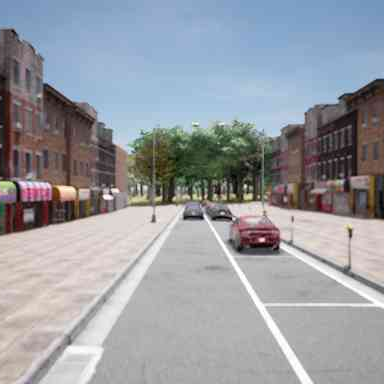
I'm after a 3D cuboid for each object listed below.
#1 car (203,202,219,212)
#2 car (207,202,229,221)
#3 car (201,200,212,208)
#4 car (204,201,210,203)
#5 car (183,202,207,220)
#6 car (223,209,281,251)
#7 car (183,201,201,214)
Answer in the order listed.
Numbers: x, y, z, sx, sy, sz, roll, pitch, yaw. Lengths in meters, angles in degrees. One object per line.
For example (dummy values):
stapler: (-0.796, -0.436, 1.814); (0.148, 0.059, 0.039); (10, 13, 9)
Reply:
car: (2.710, 2.089, 47.263); (2.008, 1.369, 4.403); (-1, -1, 0)
car: (2.681, 1.907, 31.045); (1.947, 1.339, 4.313); (-1, -1, 0)
car: (2.738, 2.290, 63.481); (1.887, 1.381, 4.507); (-1, -1, 0)
car: (2.691, 1.956, 36.451); (2.008, 1.369, 4.403); (-1, -1, 0)
car: (0.147, 1.917, 31.994); (1.994, 1.385, 4.181); (0, -1, 1)
car: (2.653, 1.703, 14.826); (1.887, 1.381, 4.507); (-1, -1, 0)
car: (0.110, 1.972, 42.593); (2.128, 1.511, 4.902); (0, -1, 2)
